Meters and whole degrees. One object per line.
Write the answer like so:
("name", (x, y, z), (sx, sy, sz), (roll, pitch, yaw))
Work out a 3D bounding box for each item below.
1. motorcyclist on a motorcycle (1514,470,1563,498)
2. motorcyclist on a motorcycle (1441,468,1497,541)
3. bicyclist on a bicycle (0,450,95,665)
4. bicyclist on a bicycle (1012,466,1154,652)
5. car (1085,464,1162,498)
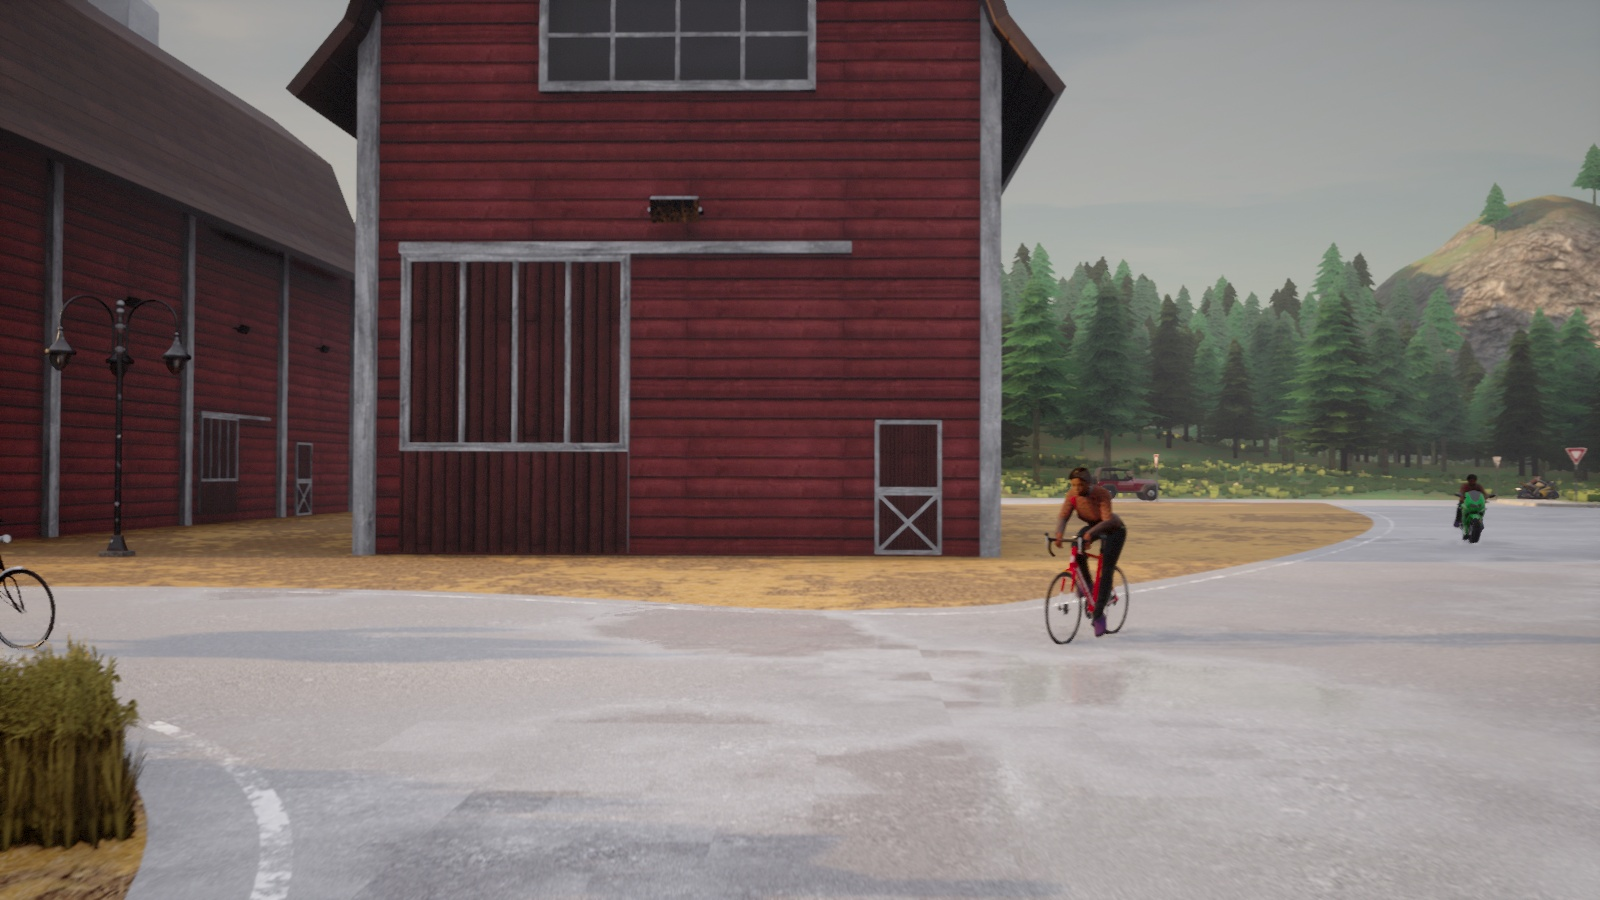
("motorcyclist on a motorcycle", (41.087, 1.900, 69.919), (2.191, 1.530, 0.866), (0, -1, 2))
("motorcyclist on a motorcycle", (14.733, 1.179, 27.702), (0.797, 1.523, 2.044), (1, 0, 21))
("bicyclist on a bicycle", (-7.181, 0.927, 10.895), (1.843, 1.776, 0.659), (-2, -2, 11))
("bicyclist on a bicycle", (2.703, 0.971, 11.876), (0.582, 1.620, 1.656), (-1, -1, 40))
("car", (18.211, 1.768, 70.817), (3.866, 1.878, 1.905), (0, -1, 2))
